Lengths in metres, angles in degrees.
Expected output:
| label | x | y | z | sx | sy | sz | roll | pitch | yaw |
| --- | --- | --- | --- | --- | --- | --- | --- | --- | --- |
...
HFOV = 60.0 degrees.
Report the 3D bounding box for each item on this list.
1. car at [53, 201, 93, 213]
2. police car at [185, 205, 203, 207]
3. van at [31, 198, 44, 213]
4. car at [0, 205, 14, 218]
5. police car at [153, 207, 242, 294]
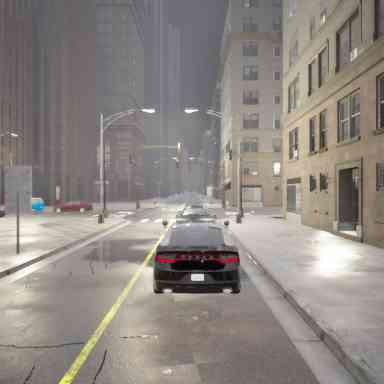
| label | x | y | z | sx | sy | sz | roll | pitch | yaw |
| --- | --- | --- | --- | --- | --- | --- | --- | --- | --- |
| car | -13.943 | 1.726 | 39.120 | 4.507 | 1.381 | 1.887 | -1 | 0 | 0 |
| police car | 0.127 | 1.510 | 18.543 | 2.038 | 1.542 | 4.974 | 0 | 0 | 0 |
| van | -19.570 | 1.591 | 39.145 | 3.998 | 1.788 | 1.690 | -1 | 0 | 0 |
| car | -19.600 | 1.523 | 30.620 | 5.009 | 1.841 | 2.192 | -1 | 0 | 0 |
| police car | 0.110 | 1.427 | 8.938 | 1.930 | 1.638 | 5.238 | 0 | 0 | 0 |
